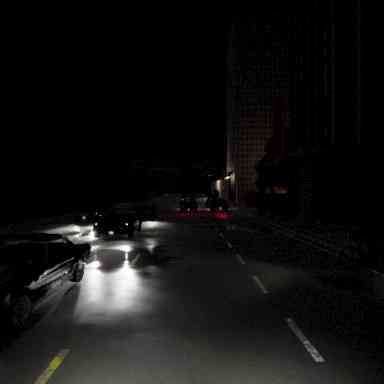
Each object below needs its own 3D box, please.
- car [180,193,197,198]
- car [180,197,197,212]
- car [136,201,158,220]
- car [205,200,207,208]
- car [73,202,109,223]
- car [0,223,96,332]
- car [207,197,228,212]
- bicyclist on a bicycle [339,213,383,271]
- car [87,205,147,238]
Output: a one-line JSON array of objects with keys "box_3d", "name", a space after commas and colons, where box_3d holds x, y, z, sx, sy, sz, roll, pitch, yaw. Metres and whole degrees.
[{"box_3d": [-0.504, 1.214, 47.502, 2.150, 2.045, 5.566, 0, 0, -1], "name": "car"}, {"box_3d": [-0.374, 1.595, 37.725, 1.895, 1.301, 4.718, 0, 0, -1], "name": "car"}, {"box_3d": [-3.922, 1.521, 27.790, 1.812, 1.442, 4.674, 0, 0, -1], "name": "car"}, {"box_3d": [2.932, 1.518, 47.978, 1.812, 1.442, 4.674, 0, 0, 0], "name": "car"}, {"box_3d": [-7.330, 1.489, 24.985, 2.128, 1.511, 4.902, 0, 0, 0], "name": "car"}, {"box_3d": [-3.677, 1.600, 6.941, 1.895, 1.301, 4.718, 0, 0, -1], "name": "car"}, {"box_3d": [3.089, 1.498, 38.727, 1.837, 1.490, 4.892, 0, 0, 0], "name": "car"}, {"box_3d": [4.947, 1.415, 9.346, 1.656, 1.620, 0.582, 0, 0, -1], "name": "bicyclist on a bicycle"}, {"box_3d": [-3.814, 1.598, 17.783, 1.895, 1.301, 4.718, 0, 0, -1], "name": "car"}]
